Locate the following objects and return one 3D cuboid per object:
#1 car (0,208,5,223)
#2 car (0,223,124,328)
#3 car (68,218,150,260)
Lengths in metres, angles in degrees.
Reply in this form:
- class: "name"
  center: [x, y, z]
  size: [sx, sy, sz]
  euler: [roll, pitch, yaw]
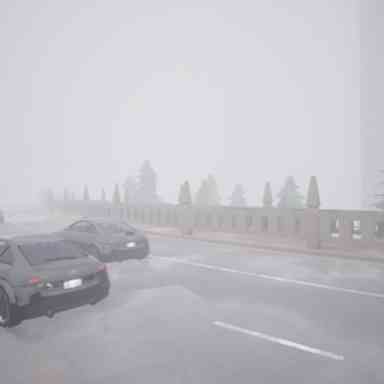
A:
- class: "car"
  center: [-15.322, 1.625, 25.020]
  size: [2.033, 1.411, 5.357]
  euler: [0, 0, -35]
- class: "car"
  center: [-3.626, 1.584, 7.160]
  size: [4.181, 1.385, 1.994]
  euler: [0, 0, 40]
- class: "car"
  center: [-3.379, 1.600, 11.612]
  size: [4.181, 1.385, 1.994]
  euler: [0, 0, 42]
